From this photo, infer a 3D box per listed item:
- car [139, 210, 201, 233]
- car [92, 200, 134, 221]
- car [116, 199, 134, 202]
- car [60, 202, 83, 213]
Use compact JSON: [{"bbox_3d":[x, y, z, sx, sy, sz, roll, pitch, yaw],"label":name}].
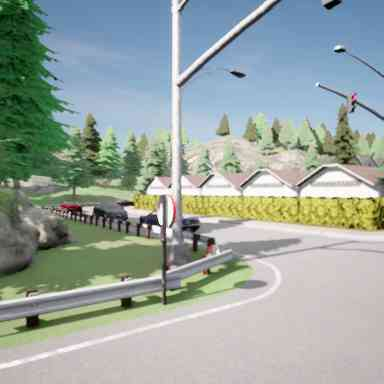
[{"bbox_3d":[-1.462,1.791,20.788,1.895,1.301,4.718,0,0,-35],"label":"car"},{"bbox_3d":[-7.177,1.695,28.956,1.837,1.490,4.892,0,0,-35],"label":"car"},{"bbox_3d":[-10.958,1.774,53.332,1.895,1.301,4.718,0,0,33],"label":"car"},{"bbox_3d":[-14.285,1.788,39.317,1.895,1.301,4.718,0,0,-30],"label":"car"}]
